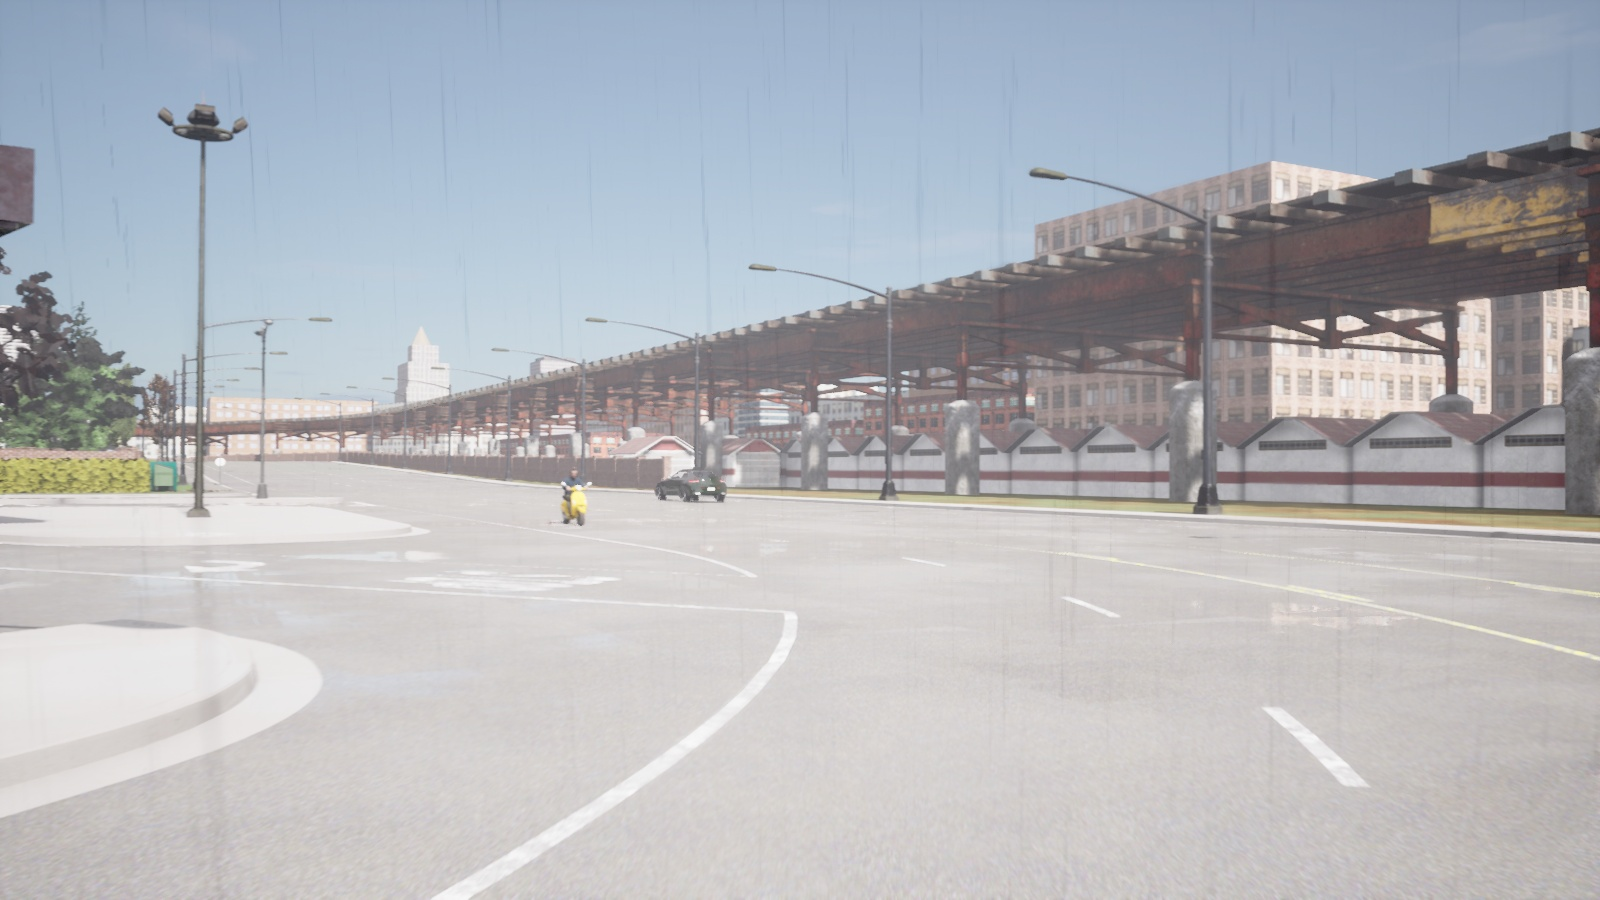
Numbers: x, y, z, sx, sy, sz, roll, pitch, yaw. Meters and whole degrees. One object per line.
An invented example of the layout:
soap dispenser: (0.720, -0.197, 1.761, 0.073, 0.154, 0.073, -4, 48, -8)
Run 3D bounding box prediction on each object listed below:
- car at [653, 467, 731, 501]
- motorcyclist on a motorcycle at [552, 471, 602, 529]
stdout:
car: (-5.527, 1.687, 63.879, 2.152, 1.651, 5.027, 0, -1, -28)
motorcyclist on a motorcycle: (-6.310, 1.388, 35.495, 0.866, 1.590, 1.817, 0, -1, -28)
